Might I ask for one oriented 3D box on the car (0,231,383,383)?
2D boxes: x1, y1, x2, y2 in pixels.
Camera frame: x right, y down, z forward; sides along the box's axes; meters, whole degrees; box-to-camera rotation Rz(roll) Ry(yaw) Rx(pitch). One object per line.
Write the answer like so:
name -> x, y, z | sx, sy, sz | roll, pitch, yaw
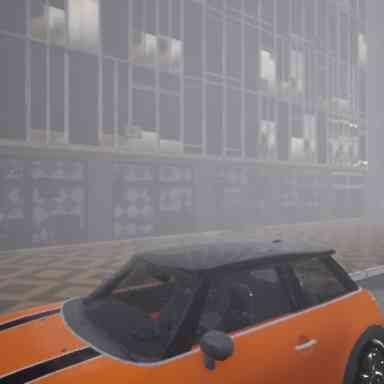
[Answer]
car -> -0.043, 1.368, 3.341 | 4.553, 1.767, 2.097 | 1, 0, -35
